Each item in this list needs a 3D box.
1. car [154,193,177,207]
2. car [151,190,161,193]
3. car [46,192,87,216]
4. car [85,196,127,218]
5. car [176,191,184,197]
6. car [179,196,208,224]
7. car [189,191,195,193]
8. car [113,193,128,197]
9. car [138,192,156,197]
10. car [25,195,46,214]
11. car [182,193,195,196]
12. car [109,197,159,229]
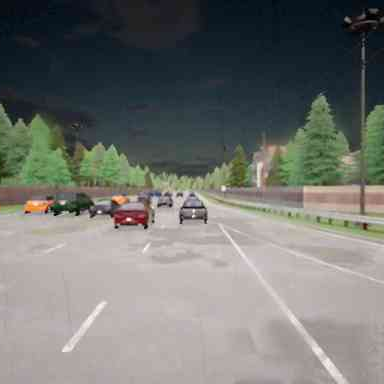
[{"bbox_3d":[-3.394,1.217,42.889,2.033,1.411,5.357,0,0,0],"label":"car"},{"bbox_3d":[-10.487,0.501,93.236,2.150,2.045,5.566,0,0,0],"label":"car"},{"bbox_3d":[-10.396,0.995,29.444,2.150,2.045,5.566,0,0,0],"label":"car"},{"bbox_3d":[-6.911,1.317,27.124,1.812,1.442,4.674,0,0,0],"label":"car"},{"bbox_3d":[-3.487,0.775,93.208,1.837,1.490,4.892,0,0,0],"label":"car"},{"bbox_3d":[0.103,1.312,23.187,2.128,1.511,4.902,0,0,0],"label":"car"},{"bbox_3d":[0.013,0.868,93.655,1.895,1.301,4.718,0,0,0],"label":"car"},{"bbox_3d":[-10.393,0.982,48.205,2.097,1.767,4.553,0,0,0],"label":"car"},{"bbox_3d":[-6.893,1.132,48.505,1.837,1.490,4.892,0,0,0],"label":"car"},{"bbox_3d":[-13.896,1.109,31.657,2.097,1.767,4.553,0,0,0],"label":"car"},{"bbox_3d":[0.106,1.216,42.971,2.033,1.411,5.357,0,0,0],"label":"car"},{"bbox_3d":[-3.398,1.320,20.364,1.882,1.535,5.008,0,0,0],"label":"car"}]
